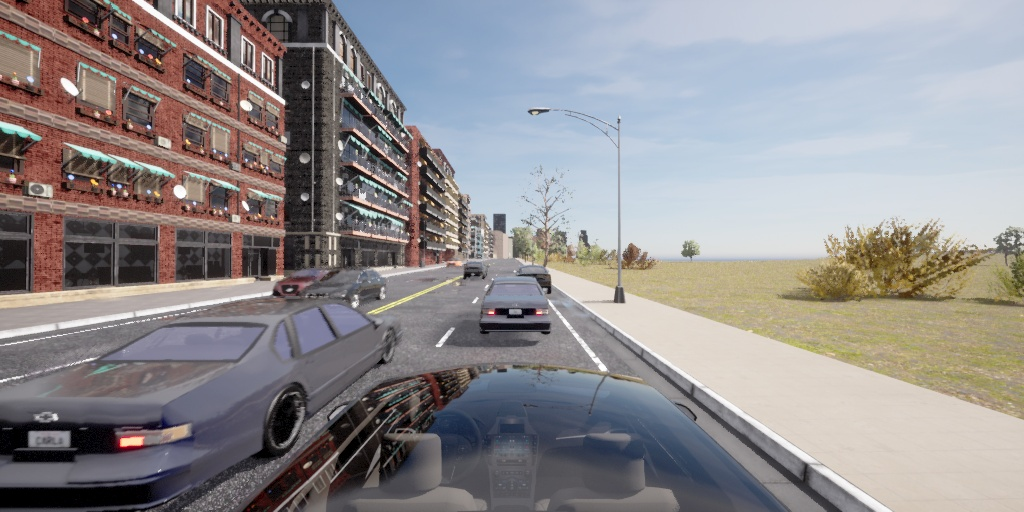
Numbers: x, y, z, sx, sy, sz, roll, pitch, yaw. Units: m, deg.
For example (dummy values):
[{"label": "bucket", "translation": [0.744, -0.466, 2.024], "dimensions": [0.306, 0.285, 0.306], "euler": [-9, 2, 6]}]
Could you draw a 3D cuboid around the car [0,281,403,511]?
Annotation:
[{"label": "car", "translation": [-3.155, 1.297, 4.953], "dimensions": [2.033, 1.411, 5.357], "euler": [0, 0, 0]}]

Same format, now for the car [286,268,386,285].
[{"label": "car", "translation": [-6.613, 1.256, 14.535], "dimensions": [1.837, 1.490, 4.892], "euler": [0, 0, 0]}]

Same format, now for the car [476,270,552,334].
[{"label": "car", "translation": [0.094, 1.299, 10.553], "dimensions": [2.033, 1.411, 5.357], "euler": [0, 0, 0]}]

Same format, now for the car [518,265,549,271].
[{"label": "car", "translation": [1.120, 1.230, 20.316], "dimensions": [1.882, 1.535, 5.008], "euler": [0, 0, 0]}]

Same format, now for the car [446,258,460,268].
[{"label": "car", "translation": [-9.877, 1.101, 61.022], "dimensions": [2.097, 1.767, 4.553], "euler": [0, 0, 0]}]

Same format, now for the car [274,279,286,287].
[{"label": "car", "translation": [-9.865, 1.316, 17.902], "dimensions": [1.994, 1.385, 4.181], "euler": [0, 0, 0]}]

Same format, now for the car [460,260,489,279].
[{"label": "car", "translation": [-3.179, 1.258, 31.959], "dimensions": [1.837, 1.490, 4.892], "euler": [0, 0, 0]}]
